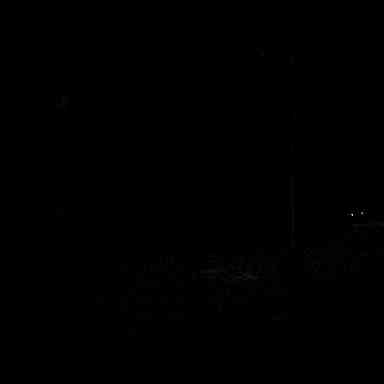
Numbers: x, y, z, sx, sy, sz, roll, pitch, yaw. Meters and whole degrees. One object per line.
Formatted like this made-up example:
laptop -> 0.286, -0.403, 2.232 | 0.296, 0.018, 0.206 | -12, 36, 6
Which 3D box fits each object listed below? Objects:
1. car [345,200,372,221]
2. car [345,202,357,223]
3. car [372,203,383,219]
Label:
car -> 10.845, 1.209, 26.575 | 2.150, 2.045, 5.566 | 0, 0, -35
car -> 9.307, 1.540, 24.354 | 1.947, 1.339, 4.313 | 0, 0, -35
car -> 15.844, 1.580, 29.012 | 1.947, 1.339, 4.313 | 0, 0, -35
